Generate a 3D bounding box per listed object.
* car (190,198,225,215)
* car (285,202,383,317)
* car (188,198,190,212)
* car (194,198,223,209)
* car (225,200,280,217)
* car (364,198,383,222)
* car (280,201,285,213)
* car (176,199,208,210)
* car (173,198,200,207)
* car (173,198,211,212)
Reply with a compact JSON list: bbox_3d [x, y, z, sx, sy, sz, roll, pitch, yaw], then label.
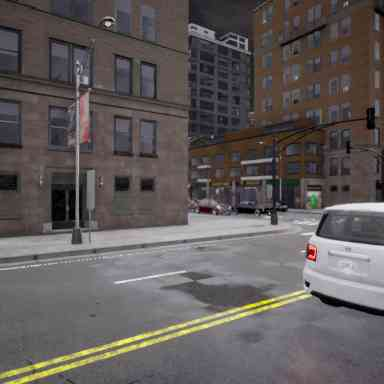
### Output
[{"bbox_3d":[2.086,1.420,32.311,1.967,1.590,4.097,0,0,-35],"label":"car"},{"bbox_3d":[4.603,1.222,6.732,5.566,2.045,2.150,0,0,-36],"label":"car"},{"bbox_3d":[-1.097,1.419,36.809,1.967,1.590,4.097,0,0,-35],"label":"car"},{"bbox_3d":[2.270,1.590,45.943,1.802,1.307,4.206,0,0,-35],"label":"car"},{"bbox_3d":[5.677,1.591,31.627,1.895,1.301,4.718,0,0,-35],"label":"car"},{"bbox_3d":[16.384,1.366,26.190,4.553,1.767,2.097,0,0,-5],"label":"car"},{"bbox_3d":[8.637,1.577,36.945,1.947,1.339,4.313,0,0,-35],"label":"car"},{"bbox_3d":[-0.052,1.599,44.812,1.895,1.301,4.718,0,0,-35],"label":"car"},{"bbox_3d":[-0.913,1.575,50.441,1.947,1.339,4.313,0,0,-35],"label":"car"},{"bbox_3d":[-0.062,1.479,39.739,2.128,1.511,4.902,0,0,-35],"label":"car"}]
